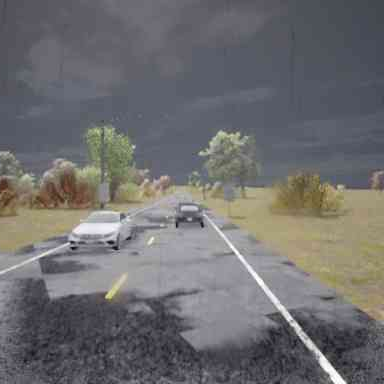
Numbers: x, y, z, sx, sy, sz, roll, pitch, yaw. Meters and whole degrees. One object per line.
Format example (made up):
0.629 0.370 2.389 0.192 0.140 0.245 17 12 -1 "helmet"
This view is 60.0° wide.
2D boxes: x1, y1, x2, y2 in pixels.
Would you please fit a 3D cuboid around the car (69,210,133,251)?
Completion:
-3.700 1.526 14.291 1.812 1.442 4.674 0 0 -1 "car"

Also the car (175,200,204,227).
-0.185 1.518 22.845 1.812 1.442 4.674 0 0 -1 "car"
